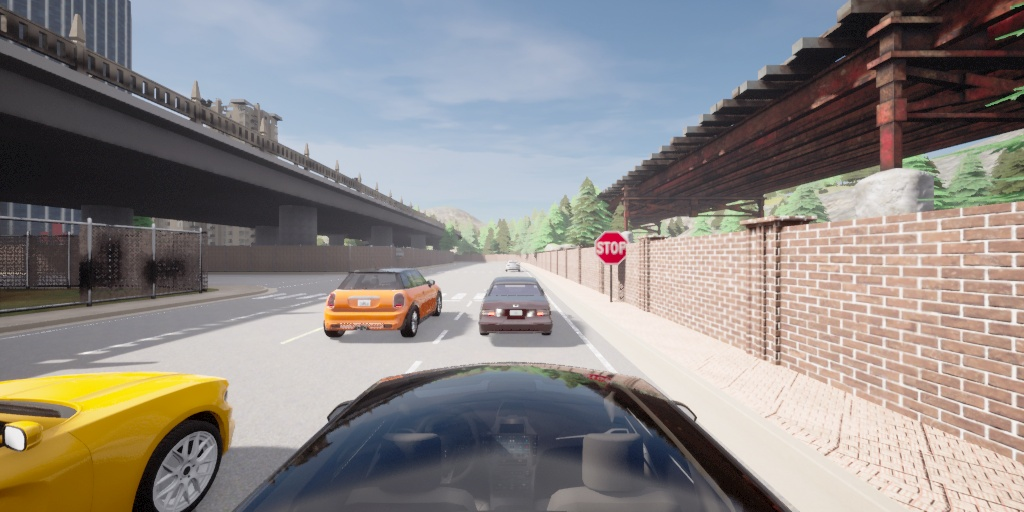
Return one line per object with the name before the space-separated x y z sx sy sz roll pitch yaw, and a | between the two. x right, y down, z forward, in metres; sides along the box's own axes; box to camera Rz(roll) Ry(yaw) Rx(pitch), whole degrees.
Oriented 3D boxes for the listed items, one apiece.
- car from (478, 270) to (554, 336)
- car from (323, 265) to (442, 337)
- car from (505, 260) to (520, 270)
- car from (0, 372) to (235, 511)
car | 0.088 1.297 10.412 2.033 1.411 5.357 0 0 0
car | -3.414 1.102 10.393 2.097 1.767 4.553 0 0 0
car | 0.114 1.276 46.284 1.812 1.442 4.674 0 0 -1
car | -3.398 1.228 1.136 1.882 1.535 5.008 0 0 0
